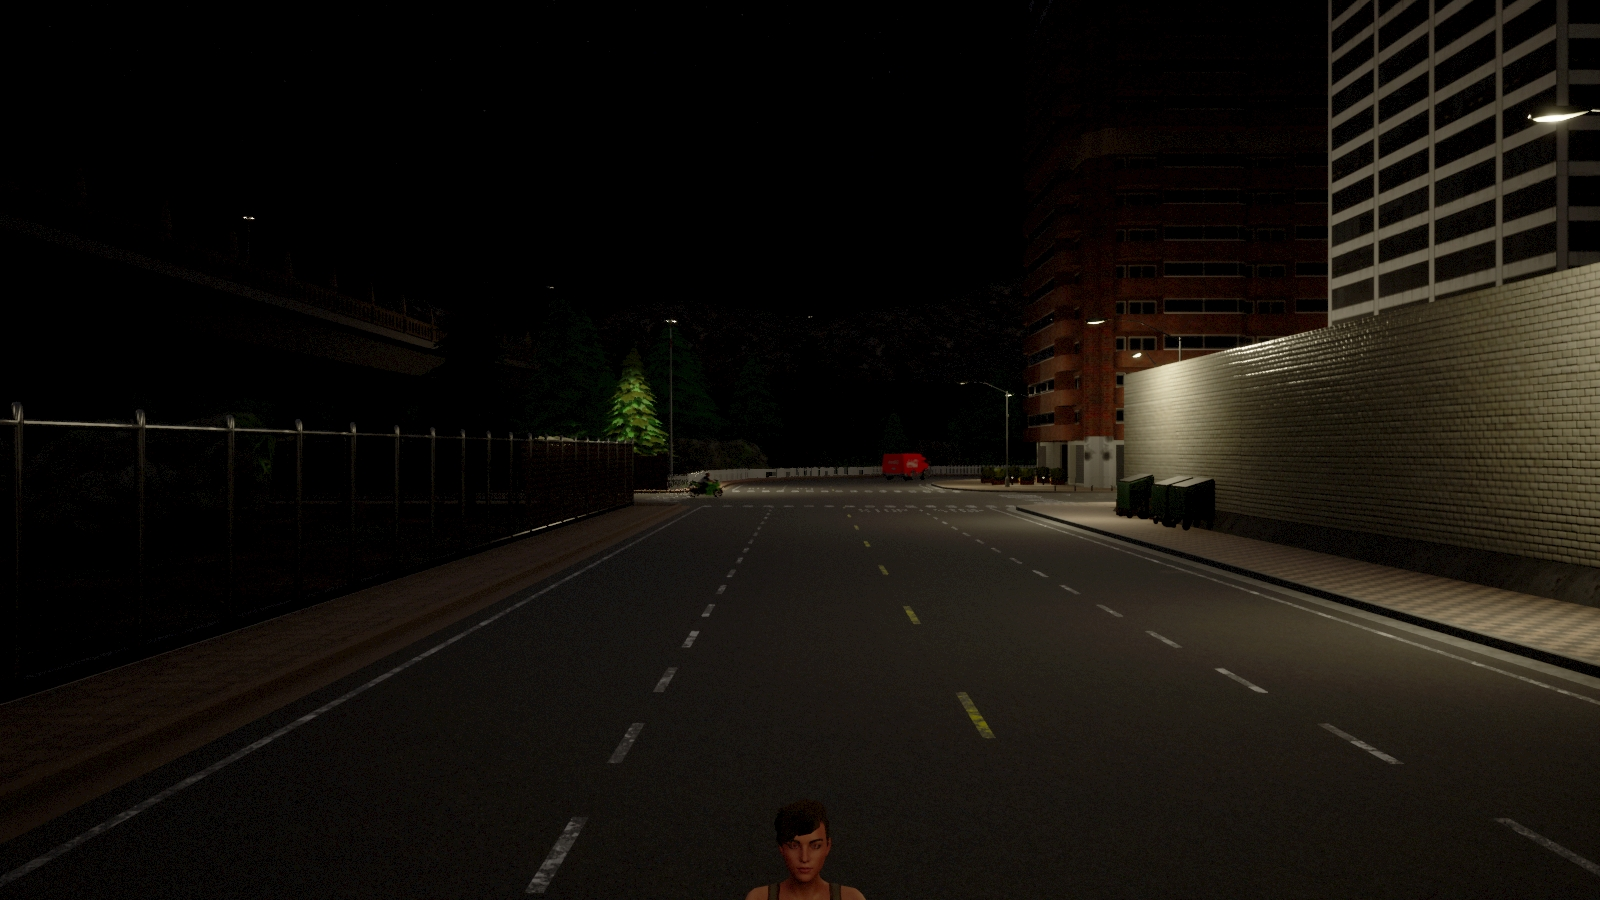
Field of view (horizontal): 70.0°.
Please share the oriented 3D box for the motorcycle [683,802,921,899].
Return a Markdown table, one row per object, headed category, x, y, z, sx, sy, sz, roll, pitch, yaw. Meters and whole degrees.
| category | x | y | z | sx | sy | sz | roll | pitch | yaw |
| --- | --- | --- | --- | --- | --- | --- | --- | --- | --- |
| motorcycle | 0.006 | 2.099 | 3.507 | 0.764 | 1.307 | 2.356 | 0 | 0 | 0 |
